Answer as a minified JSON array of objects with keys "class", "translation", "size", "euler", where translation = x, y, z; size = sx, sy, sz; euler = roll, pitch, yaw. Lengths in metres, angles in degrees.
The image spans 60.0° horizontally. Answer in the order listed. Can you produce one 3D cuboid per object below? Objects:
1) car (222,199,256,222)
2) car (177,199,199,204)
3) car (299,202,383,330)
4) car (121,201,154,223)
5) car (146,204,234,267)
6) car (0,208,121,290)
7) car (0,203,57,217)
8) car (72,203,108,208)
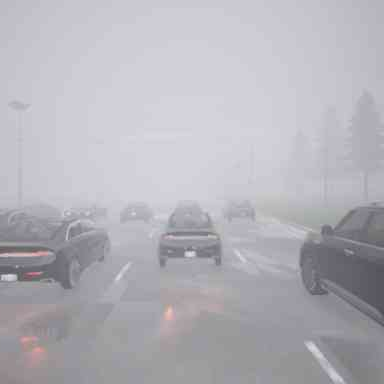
[{"class":"car","translation":[3.230,1.243,23.634],"size":[2.128,1.511,4.902],"euler":[0,0,-1]},{"class":"car","translation":[-0.262,1.253,23.051],"size":[1.882,1.535,5.008],"euler":[0,1,-1]},{"class":"car","translation":[3.549,1.155,5.244],"size":[2.150,2.045,5.566],"euler":[0,1,-1]},{"class":"car","translation":[-3.769,1.350,23.392],"size":[1.994,1.385,4.181],"euler":[0,1,-1]},{"class":"car","translation":[-0.074,1.383,11.028],"size":[2.128,1.511,4.902],"euler":[0,1,-1]},{"class":"car","translation":[-3.558,1.419,8.865],"size":[2.128,1.511,4.902],"euler":[0,1,-1]},{"class":"car","translation":[-7.110,1.393,12.930],"size":[2.128,1.511,4.902],"euler":[0,1,-1]},{"class":"car","translation":[-7.266,1.401,23.404],"size":[1.895,1.301,4.718],"euler":[0,1,-1]}]
